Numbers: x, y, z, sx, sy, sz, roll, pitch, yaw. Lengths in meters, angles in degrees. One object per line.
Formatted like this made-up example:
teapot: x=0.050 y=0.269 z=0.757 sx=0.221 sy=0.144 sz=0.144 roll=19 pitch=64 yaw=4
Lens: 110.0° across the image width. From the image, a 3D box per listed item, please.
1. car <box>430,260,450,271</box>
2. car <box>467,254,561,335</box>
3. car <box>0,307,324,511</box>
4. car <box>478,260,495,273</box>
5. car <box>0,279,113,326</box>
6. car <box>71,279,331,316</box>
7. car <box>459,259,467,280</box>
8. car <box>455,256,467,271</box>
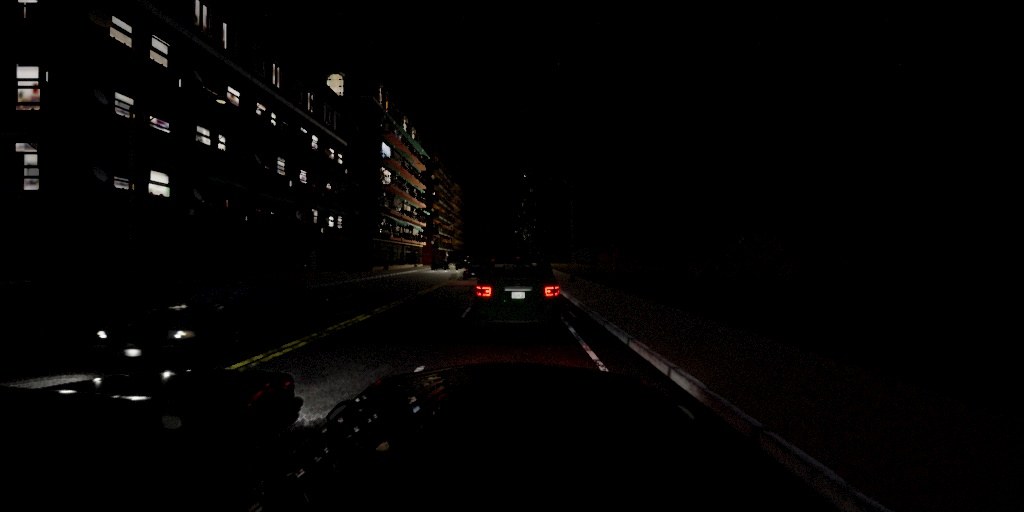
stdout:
car: x=-9.850 y=1.279 z=49.316 sx=1.812 sy=1.442 sz=4.674 roll=0 pitch=0 yaw=0
car: x=0.100 y=0.973 z=10.715 sx=2.150 sy=2.045 sz=5.566 roll=0 pitch=0 yaw=-1
car: x=-3.154 y=1.297 z=1.333 sx=2.033 sy=1.411 sz=5.357 roll=0 pitch=0 yaw=0
car: x=-3.152 y=1.259 z=45.761 sx=1.837 sy=1.490 sz=4.892 roll=0 pitch=0 yaw=0
car: x=-9.854 y=1.256 z=7.035 sx=1.837 sy=1.490 sz=4.892 roll=0 pitch=0 yaw=0
car: x=-6.604 y=1.298 z=8.906 sx=2.033 sy=1.411 sz=5.357 roll=0 pitch=0 yaw=0
car: x=-3.151 y=1.280 z=31.418 sx=1.812 sy=1.442 sz=4.674 roll=0 pitch=0 yaw=0
car: x=-6.600 y=0.975 z=50.577 sx=2.150 sy=2.045 sz=5.566 roll=0 pitch=0 yaw=0
